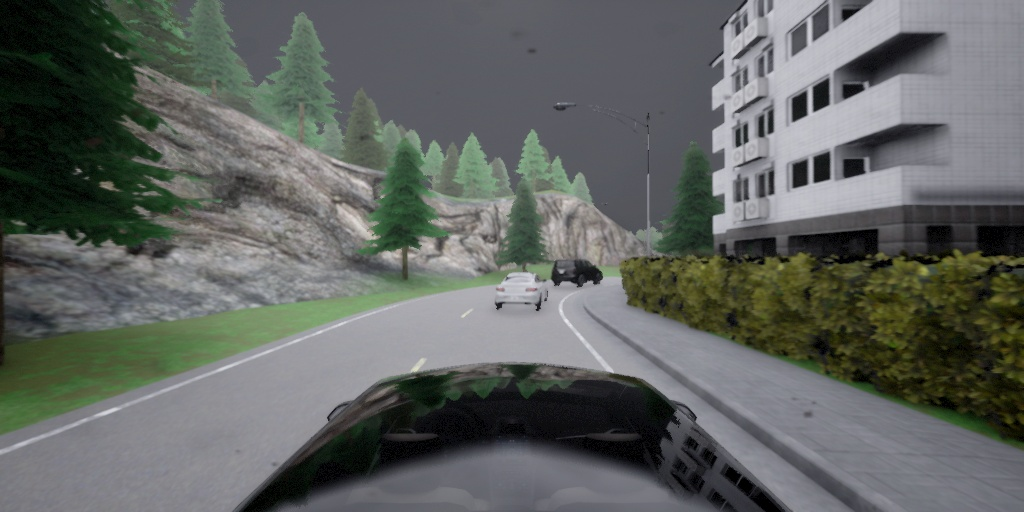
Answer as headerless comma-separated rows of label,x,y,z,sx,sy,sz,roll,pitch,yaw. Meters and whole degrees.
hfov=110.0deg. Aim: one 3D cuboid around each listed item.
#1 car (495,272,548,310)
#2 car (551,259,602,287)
car,0.497,1.421,15.582,1.812,1.442,4.674,0,0,10
car,4.997,1.245,27.445,2.150,2.045,5.566,-1,0,34
